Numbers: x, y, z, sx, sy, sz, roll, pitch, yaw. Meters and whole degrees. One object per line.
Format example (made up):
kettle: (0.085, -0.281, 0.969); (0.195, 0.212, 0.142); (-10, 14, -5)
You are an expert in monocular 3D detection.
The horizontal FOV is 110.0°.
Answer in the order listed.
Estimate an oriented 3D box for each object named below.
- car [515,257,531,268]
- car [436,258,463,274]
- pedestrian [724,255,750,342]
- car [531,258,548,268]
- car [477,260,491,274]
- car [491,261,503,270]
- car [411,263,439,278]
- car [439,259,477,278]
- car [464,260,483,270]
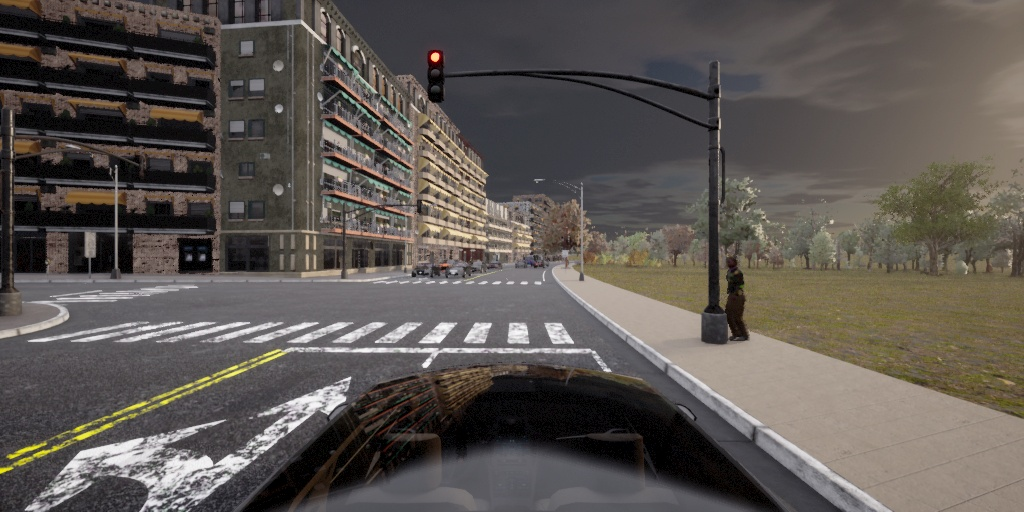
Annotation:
car: (1.739, 1.432, 64.969); (2.128, 1.511, 4.902); (0, 0, 9)
car: (-7.579, 1.195, 43.766); (2.097, 1.767, 4.553); (0, 0, 6)
pedestrian: (4.775, 0.893, 7.677); (0.375, 1.860, 0.375); (0, 0, 1)
car: (5.019, 1.447, 64.915); (1.837, 1.490, 4.892); (0, 0, 9)
car: (-4.267, 1.350, 44.279); (1.837, 1.490, 4.892); (0, 0, 6)
car: (-2.738, 1.462, 57.010); (1.994, 1.385, 4.181); (0, 0, 8)
car: (-8.361, 1.374, 35.347); (1.994, 1.385, 4.181); (0, 0, 5)
car: (-5.131, 1.301, 34.976); (2.128, 1.511, 4.902); (0, 0, 5)
car: (-6.084, 1.399, 56.587); (1.837, 1.490, 4.892); (0, 0, 8)
